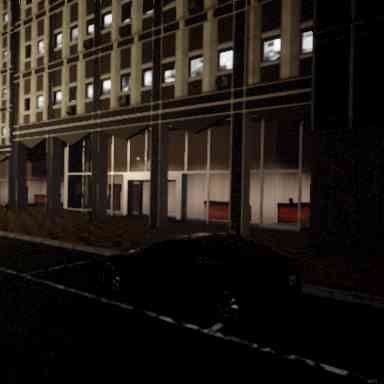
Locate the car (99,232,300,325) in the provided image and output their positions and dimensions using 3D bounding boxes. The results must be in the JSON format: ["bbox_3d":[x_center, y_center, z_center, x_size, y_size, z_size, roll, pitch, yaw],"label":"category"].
[{"bbox_3d":[-0.001,1.500,6.869,4.313,1.339,1.947,2,1,34],"label":"car"}]
